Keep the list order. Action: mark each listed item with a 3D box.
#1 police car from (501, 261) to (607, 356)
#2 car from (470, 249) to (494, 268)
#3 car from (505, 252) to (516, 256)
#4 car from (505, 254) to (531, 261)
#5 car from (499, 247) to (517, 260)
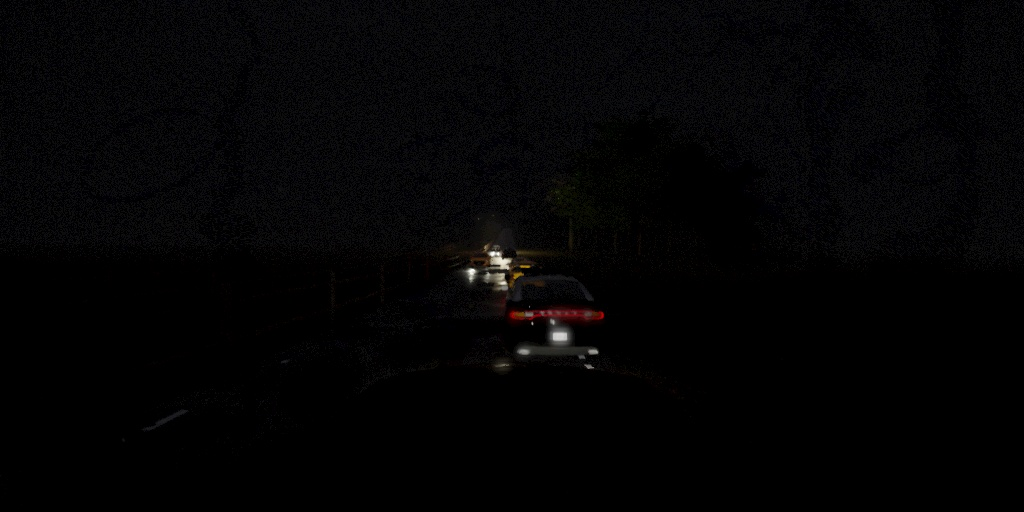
[{"bbox_3d":[0.769,1.083,8.505,1.930,1.638,5.238,0,1,-1],"label":"police car"},{"bbox_3d":[-3.160,0.356,36.598,1.882,1.535,5.008,0,2,0],"label":"car"},{"bbox_3d":[0.620,0.745,24.578,1.801,1.575,5.366,0,2,-1],"label":"car"},{"bbox_3d":[0.675,0.906,18.581,1.801,1.575,5.366,0,1,-1],"label":"car"},{"bbox_3d":[-0.393,-0.379,51.817,2.097,1.767,4.553,0,3,0],"label":"car"}]
